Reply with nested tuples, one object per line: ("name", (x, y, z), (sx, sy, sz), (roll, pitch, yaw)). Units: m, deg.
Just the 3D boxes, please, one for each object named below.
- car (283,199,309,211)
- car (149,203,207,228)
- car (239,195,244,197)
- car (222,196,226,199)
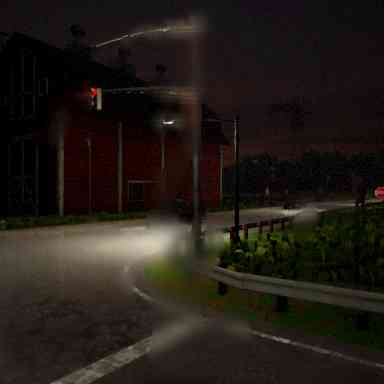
("car", (12.817, 1.590, 40.930), (1.994, 1.385, 4.181), (0, 0, 37))
("car", (-0.824, 1.531, 22.660), (1.837, 1.490, 4.892), (0, 0, 37))
("car", (12.940, 1.547, 89.158), (1.784, 1.438, 3.905), (0, 0, 36))
("car", (6.341, 1.532, 78.050), (1.816, 1.474, 4.193), (0, 0, 36))
